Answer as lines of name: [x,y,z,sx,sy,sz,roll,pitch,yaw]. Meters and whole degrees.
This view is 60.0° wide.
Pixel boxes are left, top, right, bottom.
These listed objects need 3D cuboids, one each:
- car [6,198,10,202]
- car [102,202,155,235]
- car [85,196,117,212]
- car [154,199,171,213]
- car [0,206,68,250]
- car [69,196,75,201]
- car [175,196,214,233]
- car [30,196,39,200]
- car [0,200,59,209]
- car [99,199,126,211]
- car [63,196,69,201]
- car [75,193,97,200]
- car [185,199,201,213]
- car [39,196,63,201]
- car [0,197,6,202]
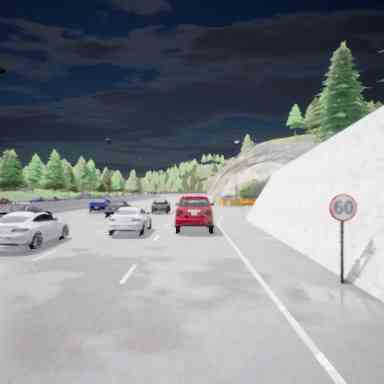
car: [-31.497,1.568,54.370,1.812,1.442,4.674,0,0,0]
car: [-3.397,1.541,18.680,1.812,1.442,4.674,0,0,0]
car: [-10.394,1.508,38.613,1.882,1.535,5.008,0,0,0]
car: [-3.395,1.521,37.010,2.128,1.511,4.902,0,0,0]
car: [-6.897,1.537,14.201,1.812,1.442,4.674,0,0,0]
car: [-27.990,1.565,82.086,1.837,1.490,4.892,0,0,0]
car: [0.176,1.237,20.091,2.150,2.045,5.566,0,0,1]
car: [-31.492,1.578,68.184,1.812,1.442,4.674,0,0,0]
car: [-10.397,1.508,20.666,2.128,1.511,4.902,0,0,0]
car: [-6.896,1.572,31.671,2.033,1.411,5.357,0,0,0]
car: [-31.490,1.661,83.277,1.895,1.301,4.718,0,0,0]
car: [-20.992,1.552,66.253,1.837,1.490,4.892,0,0,0]
car: [0.105,1.556,38.114,1.812,1.442,4.674,0,0,0]
car: [-27.992,1.576,66.253,1.812,1.442,4.674,0,0,0]
car: [-21.143,1.503,33.007,1.882,1.535,5.008,0,0,1]
